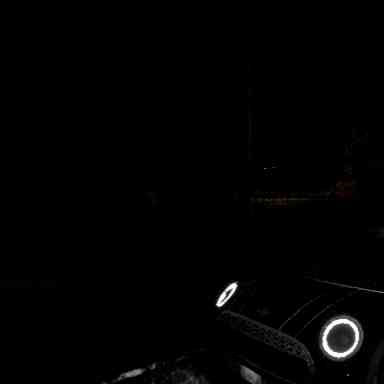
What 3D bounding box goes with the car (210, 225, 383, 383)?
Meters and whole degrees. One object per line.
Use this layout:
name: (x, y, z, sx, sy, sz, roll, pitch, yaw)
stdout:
car: (2.448, 1.347, 4.815, 4.553, 1.767, 2.097, 0, 0, -35)
